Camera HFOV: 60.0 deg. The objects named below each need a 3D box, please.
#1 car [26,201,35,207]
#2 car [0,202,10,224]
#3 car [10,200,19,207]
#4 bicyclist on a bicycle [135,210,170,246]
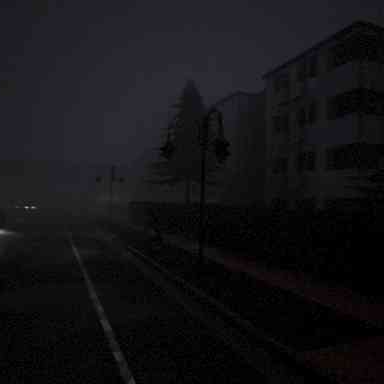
[{"bbox_3d":[-38.476,2.823,79.197,1.895,1.301,4.718,2,-2,-22],"label":"car"},{"bbox_3d":[-15.339,1.664,24.869,2.097,1.767,4.553,2,-1,-22],"label":"car"},{"bbox_3d":[-41.719,2.594,77.895,1.882,1.535,5.008,2,-2,-22],"label":"car"},{"bbox_3d":[-1.790,1.681,15.317,1.656,1.620,0.582,2,-2,-22],"label":"bicyclist on a bicycle"}]
